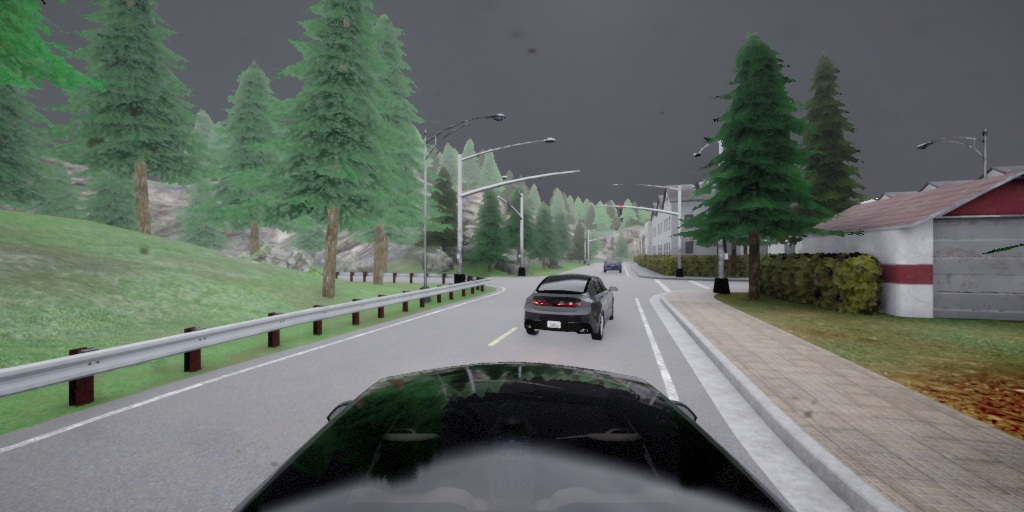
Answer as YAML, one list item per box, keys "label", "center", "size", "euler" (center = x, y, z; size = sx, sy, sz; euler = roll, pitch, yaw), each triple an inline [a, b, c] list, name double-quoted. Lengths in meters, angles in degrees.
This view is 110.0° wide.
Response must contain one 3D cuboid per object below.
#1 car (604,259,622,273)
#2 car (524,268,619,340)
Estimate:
- label: "car"
  center: [12.401, 1.102, 44.103]
  size: [2.097, 1.767, 4.553]
  euler: [0, 0, 17]
- label: "car"
  center: [1.785, 1.255, 10.130]
  size: [1.837, 1.490, 4.892]
  euler: [0, 0, 21]
